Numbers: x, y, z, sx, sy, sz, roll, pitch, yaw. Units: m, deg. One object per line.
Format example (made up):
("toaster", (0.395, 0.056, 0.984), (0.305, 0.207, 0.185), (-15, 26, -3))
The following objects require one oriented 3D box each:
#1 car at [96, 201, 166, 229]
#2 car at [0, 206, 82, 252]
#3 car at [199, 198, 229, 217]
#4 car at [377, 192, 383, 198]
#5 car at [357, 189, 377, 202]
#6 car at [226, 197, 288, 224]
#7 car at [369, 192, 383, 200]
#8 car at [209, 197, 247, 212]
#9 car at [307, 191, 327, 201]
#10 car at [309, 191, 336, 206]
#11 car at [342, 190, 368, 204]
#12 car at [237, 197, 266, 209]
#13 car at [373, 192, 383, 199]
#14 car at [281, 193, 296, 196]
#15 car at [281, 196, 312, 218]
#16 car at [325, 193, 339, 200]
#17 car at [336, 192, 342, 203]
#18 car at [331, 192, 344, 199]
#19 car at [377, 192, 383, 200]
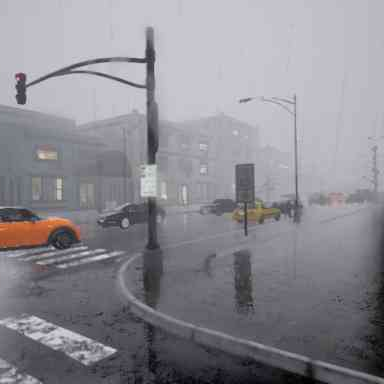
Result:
("car", (-3.651, 1.375, 20.641), (1.837, 1.490, 4.892), (-1, 0, 36))
("car", (-6.486, 1.300, 12.157), (4.553, 1.767, 2.097), (-2, 1, -38))
("car", (2.465, 1.298, 29.038), (1.812, 1.442, 4.674), (-1, 0, 36))
("car", (43.133, 0.650, 75.166), (1.887, 1.381, 4.507), (-1, 0, 36))
("car", (26.940, 0.575, 52.201), (2.150, 2.045, 5.566), (-1, 0, 36))
("car", (4.384, 1.241, 21.839), (1.752, 1.417, 4.829), (-1, 0, 36))
("car", (36.804, 0.769, 66.465), (1.947, 1.339, 4.313), (-1, 0, 36))
("car", (3.911, 1.287, 35.443), (1.752, 1.417, 4.829), (-1, 0, 36))
("car", (23.520, 0.766, 62.439), (2.192, 1.841, 5.009), (-1, 0, 36))
("car", (16.580, 1.025, 43.131), (2.128, 1.511, 4.902), (-1, 0, 37))
("car", (22.845, 0.923, 46.490), (1.837, 1.490, 4.892), (-1, 0, 36))
("car", (7.264, 1.290, 40.058), (1.802, 1.307, 4.206), (-1, 0, 36))
("car", (40.056, 0.719, 70.942), (1.947, 1.339, 4.313), (-1, 0, 36))
("car", (12.234, 0.968, 42.449), (2.097, 1.767, 4.553), (-1, 0, 36))
("car", (7.536, 1.215, 26.178), (2.008, 1.369, 4.403), (-1, 0, 36))
("car", (30.026, 0.932, 71.392), (1.802, 1.307, 4.206), (-1, 0, 36))
("car", (21.915, 0.801, 50.565), (2.097, 1.767, 4.553), (-1, 0, 36))
("car", (33.277, 0.740, 75.868), (1.967, 1.590, 4.097), (-1, 0, 36))
("car", (33.549, 0.568, 61.988), (2.192, 1.841, 5.009), (-1, 0, 36))
